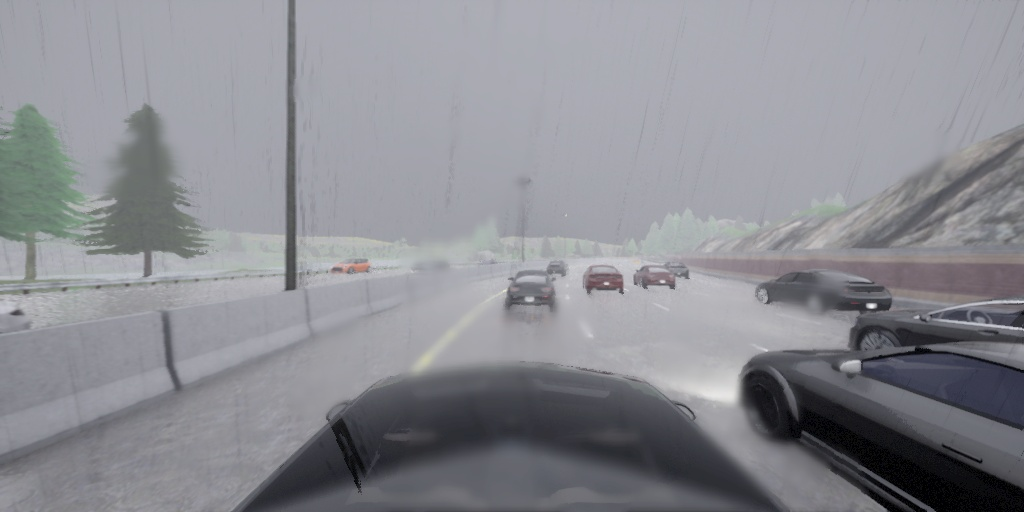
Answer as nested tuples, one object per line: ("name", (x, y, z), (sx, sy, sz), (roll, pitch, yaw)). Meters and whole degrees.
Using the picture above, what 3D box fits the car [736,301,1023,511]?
("car", (3.705, 1.324, 2.641), (1.994, 1.385, 4.181), (0, 0, 1))

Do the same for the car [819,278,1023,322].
("car", (7.230, 1.260, 4.727), (2.128, 1.511, 4.902), (0, 0, 1))

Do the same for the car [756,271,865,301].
("car", (11.289, 1.281, 13.454), (1.837, 1.490, 4.892), (0, 0, 5))

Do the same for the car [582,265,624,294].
("car", (5.081, 1.233, 20.400), (1.882, 1.535, 5.008), (0, 0, 8))

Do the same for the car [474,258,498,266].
("car", (-3.357, 1.268, 47.149), (2.033, 1.411, 5.357), (0, 0, 17))

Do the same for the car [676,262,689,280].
("car", (14.512, 1.268, 32.258), (2.128, 1.511, 4.902), (0, 0, 14))

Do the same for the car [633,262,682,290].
("car", (8.978, 1.291, 22.810), (1.812, 1.442, 4.674), (0, 0, 9))

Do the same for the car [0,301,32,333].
("car", (-10.457, 1.245, 5.100), (1.812, 1.442, 4.674), (0, 0, 2))

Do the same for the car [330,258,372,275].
("car", (-16.773, 1.040, 37.554), (2.097, 1.767, 4.553), (0, 0, 13))

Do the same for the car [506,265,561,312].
("car", (0.819, 1.272, 14.241), (1.812, 1.442, 4.674), (0, 0, 5))

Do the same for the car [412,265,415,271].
("car", (-11.002, 1.264, 45.903), (1.994, 1.385, 4.181), (0, 0, 16))

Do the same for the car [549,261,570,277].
("car", (4.616, 1.253, 35.903), (1.837, 1.490, 4.892), (0, 0, 14))

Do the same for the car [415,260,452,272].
("car", (-8.636, 1.201, 41.373), (2.128, 1.511, 4.902), (0, 0, 15))
